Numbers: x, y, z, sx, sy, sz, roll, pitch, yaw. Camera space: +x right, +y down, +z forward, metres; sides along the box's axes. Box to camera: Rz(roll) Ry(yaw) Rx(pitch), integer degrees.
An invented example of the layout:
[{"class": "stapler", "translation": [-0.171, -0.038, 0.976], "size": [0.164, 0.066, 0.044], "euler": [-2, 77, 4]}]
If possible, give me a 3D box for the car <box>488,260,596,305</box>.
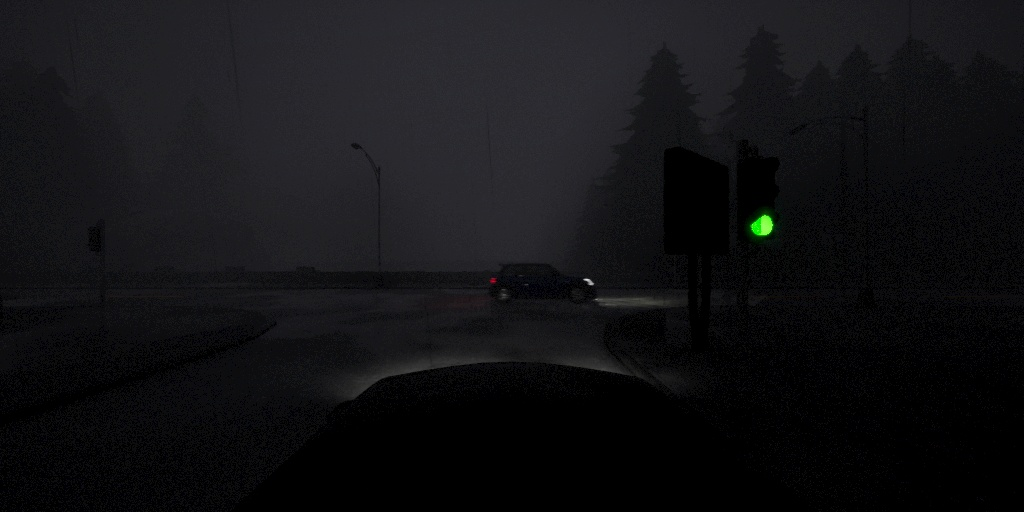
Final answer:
[{"class": "car", "translation": [1.272, 1.069, 15.516], "size": [4.553, 1.767, 2.097], "euler": [0, 0, 0]}]
